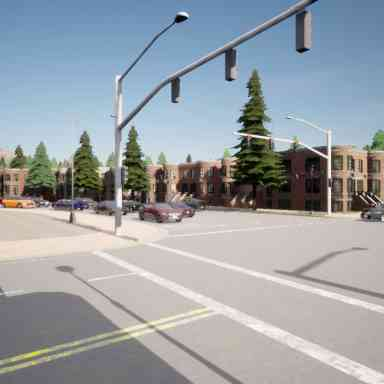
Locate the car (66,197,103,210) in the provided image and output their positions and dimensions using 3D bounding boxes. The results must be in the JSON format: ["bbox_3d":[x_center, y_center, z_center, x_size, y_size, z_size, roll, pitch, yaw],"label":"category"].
[{"bbox_3d":[-14.256,1.492,43.852,4.902,1.511,2.128,0,0,36],"label":"car"}]

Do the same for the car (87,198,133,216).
[{"bbox_3d":[-8.215,1.547,33.250,2.033,1.411,5.357,0,0,-38],"label":"car"}]

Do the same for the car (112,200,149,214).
[{"bbox_3d":[-6.908,1.601,37.017,1.895,1.301,4.718,0,0,-41],"label":"car"}]

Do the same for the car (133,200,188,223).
[{"bbox_3d":[-2.543,1.526,25.566,1.812,1.442,4.674,0,0,-35],"label":"car"}]

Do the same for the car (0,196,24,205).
[{"bbox_3d":[-32.659,1.478,59.056,5.008,1.535,1.882,0,0,9],"label":"car"}]

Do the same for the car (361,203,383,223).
[{"bbox_3d":[15.152,1.492,24.990,4.902,1.511,2.128,0,0,-13],"label":"car"}]

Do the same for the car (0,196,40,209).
[{"bbox_3d":[-23.615,1.352,45.436,4.553,1.767,2.097,0,0,25],"label":"car"}]

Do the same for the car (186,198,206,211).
[{"bbox_3d":[-0.320,1.505,40.380,1.837,1.490,4.892,0,0,-39],"label":"car"}]

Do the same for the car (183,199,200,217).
[{"bbox_3d":[-1.553,1.564,30.084,1.994,1.385,4.181,0,0,-37],"label":"car"}]

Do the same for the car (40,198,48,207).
[{"bbox_3d":[-23.202,1.492,49.116,4.902,1.511,2.128,0,0,23],"label":"car"}]

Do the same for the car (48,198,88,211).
[{"bbox_3d":[-14.898,1.601,40.030,4.718,1.301,1.895,0,0,38],"label":"car"}]
